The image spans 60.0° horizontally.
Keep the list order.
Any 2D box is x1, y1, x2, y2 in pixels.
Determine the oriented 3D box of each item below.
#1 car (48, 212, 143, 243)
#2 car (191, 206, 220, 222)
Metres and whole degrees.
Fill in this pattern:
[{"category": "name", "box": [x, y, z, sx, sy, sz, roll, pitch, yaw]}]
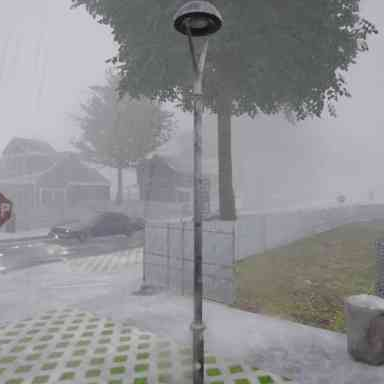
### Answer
[{"category": "car", "box": [-4.943, 1.792, 18.146, 2.033, 1.411, 5.357, 0, 0, 36]}, {"category": "car", "box": [1.817, 1.869, 27.419, 1.812, 1.442, 4.674, 0, 0, 36]}]
